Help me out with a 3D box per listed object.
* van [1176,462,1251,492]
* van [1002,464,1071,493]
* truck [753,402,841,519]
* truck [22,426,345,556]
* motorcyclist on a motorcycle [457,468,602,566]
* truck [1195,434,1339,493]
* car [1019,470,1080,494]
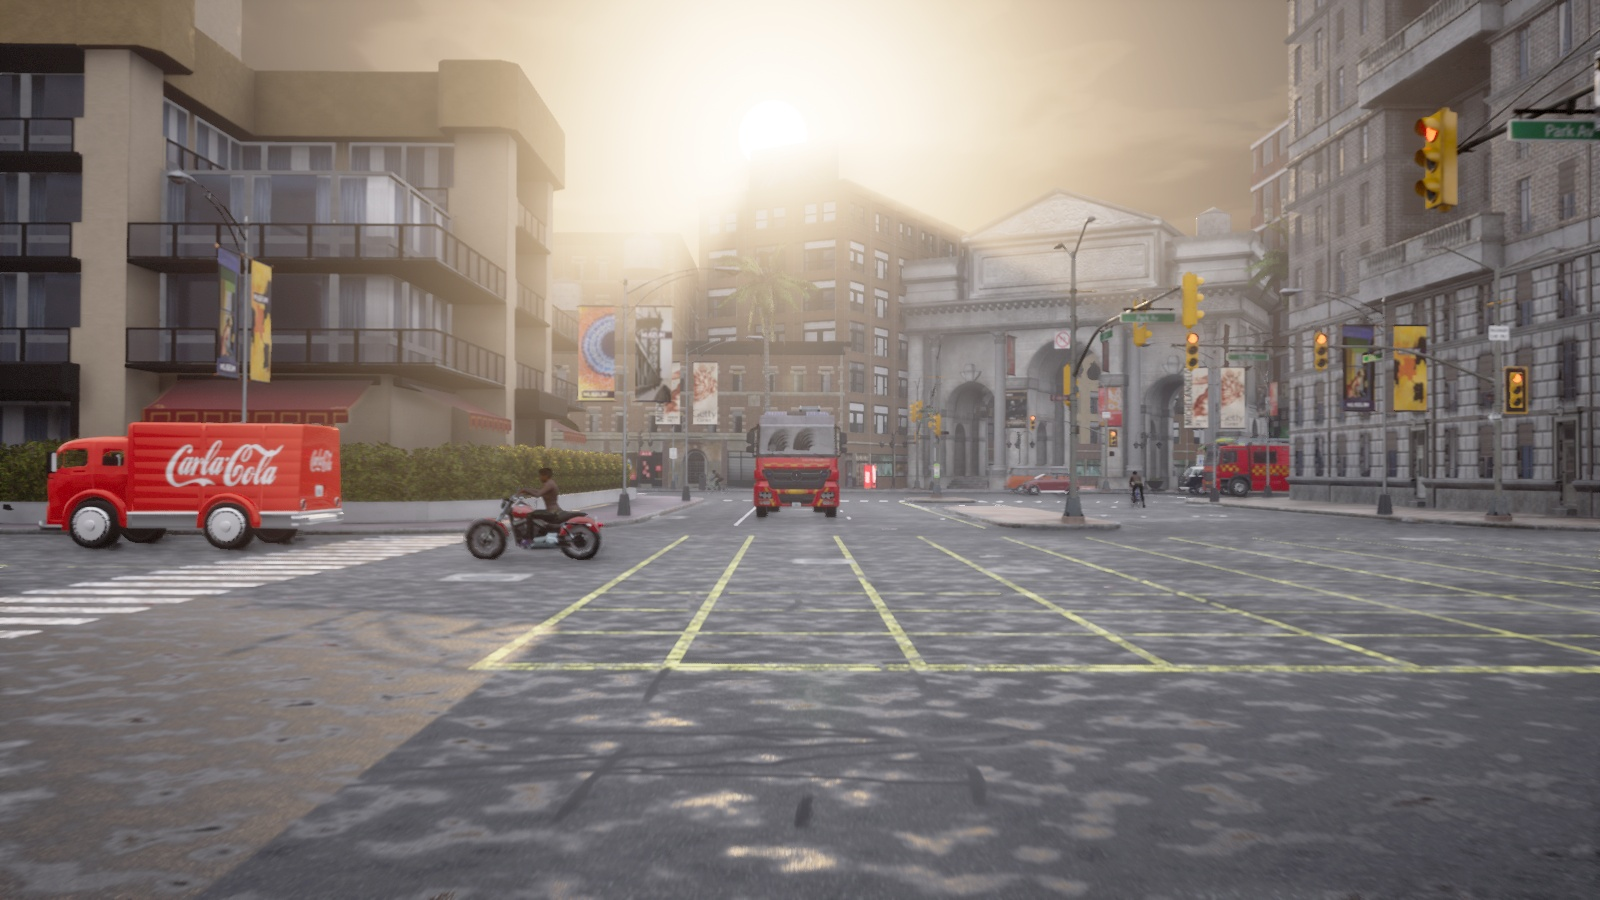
[{"bbox_3d":[28.650,1.880,87.037,4.480,2.038,2.069,0,-1,0],"label":"van"},{"bbox_3d":[16.379,1.960,87.110,4.442,1.987,1.775,0,-1,0],"label":"van"},{"bbox_3d":[-0.116,0.414,45.632,2.891,3.827,8.468,0,-1,0],"label":"truck"},{"bbox_3d":[-12.244,0.800,25.296,5.204,2.467,2.627,0,-1,0],"label":"truck"},{"bbox_3d":[-4.690,1.150,21.850,2.350,1.649,0.766,0,-1,0],"label":"motorcyclist on a motorcycle"},{"bbox_3d":[31.006,0.924,83.539,8.468,3.827,2.891,0,-1,0],"label":"truck"},{"bbox_3d":[16.592,2.126,83.605,3.705,1.549,1.789,0,-1,0],"label":"car"}]
